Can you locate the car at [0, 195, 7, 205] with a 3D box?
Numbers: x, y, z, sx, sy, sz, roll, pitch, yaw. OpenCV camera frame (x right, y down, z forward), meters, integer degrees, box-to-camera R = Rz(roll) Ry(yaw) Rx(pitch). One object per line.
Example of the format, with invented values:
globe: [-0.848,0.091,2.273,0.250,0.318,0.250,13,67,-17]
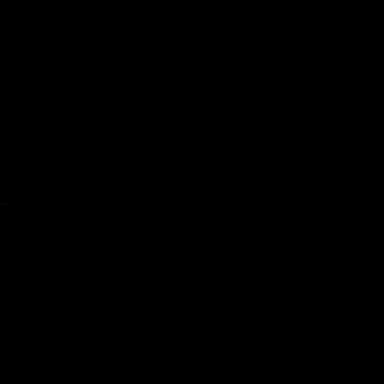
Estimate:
car: [-29.236,1.194,50.149,1.837,1.490,4.892,-3,3,-19]
